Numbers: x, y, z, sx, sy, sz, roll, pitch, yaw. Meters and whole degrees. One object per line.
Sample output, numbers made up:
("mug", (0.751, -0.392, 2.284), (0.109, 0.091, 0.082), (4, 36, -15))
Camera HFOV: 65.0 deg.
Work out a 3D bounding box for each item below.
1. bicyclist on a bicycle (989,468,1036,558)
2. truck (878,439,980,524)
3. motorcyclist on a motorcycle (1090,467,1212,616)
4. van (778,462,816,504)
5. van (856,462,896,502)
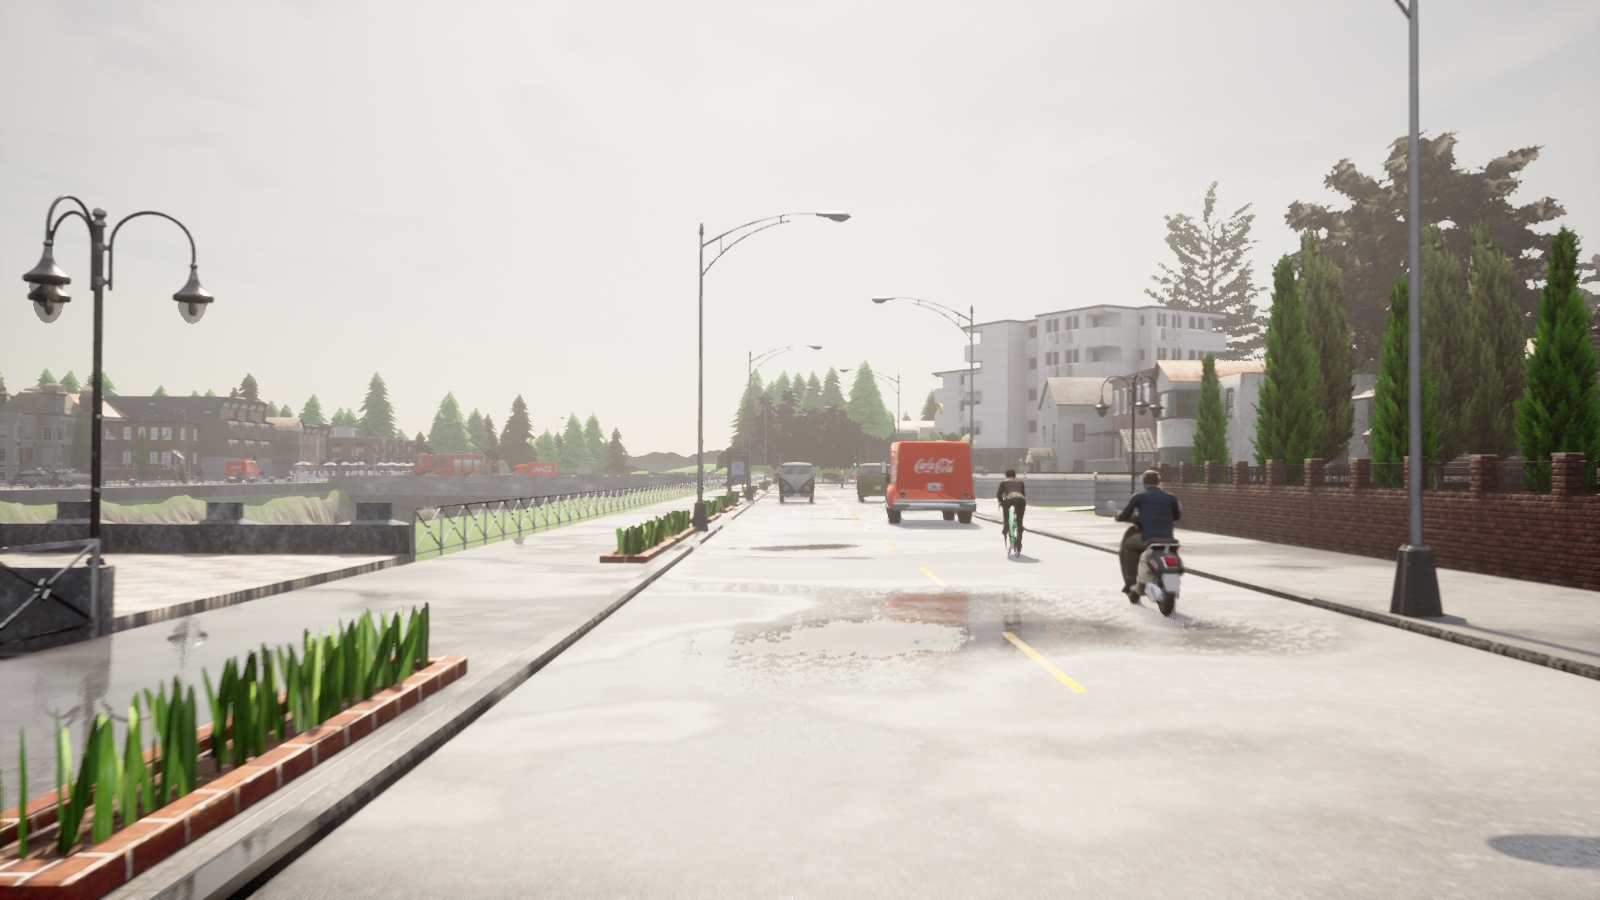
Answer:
("bicyclist on a bicycle", (3.944, 1.144, 23.429), (0.582, 1.620, 1.656), (0, -1, 0))
("truck", (3.906, 0.968, 39.198), (2.627, 2.467, 5.204), (0, -1, 0))
("motorcyclist on a motorcycle", (3.966, 0.992, 14.338), (0.866, 1.590, 1.817), (0, -1, 0))
("van", (-0.147, 1.606, 62.006), (1.775, 1.987, 4.442), (0, -1, 0))
("van", (3.848, 1.628, 64.288), (1.775, 1.987, 4.442), (0, -1, 0))
